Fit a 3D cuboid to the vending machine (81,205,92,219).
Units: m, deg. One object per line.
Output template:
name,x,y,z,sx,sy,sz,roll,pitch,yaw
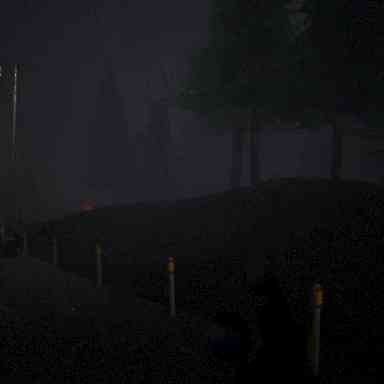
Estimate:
vending machine,-16.590,3.130,52.228,1.100,2.100,0.880,7,3,9
